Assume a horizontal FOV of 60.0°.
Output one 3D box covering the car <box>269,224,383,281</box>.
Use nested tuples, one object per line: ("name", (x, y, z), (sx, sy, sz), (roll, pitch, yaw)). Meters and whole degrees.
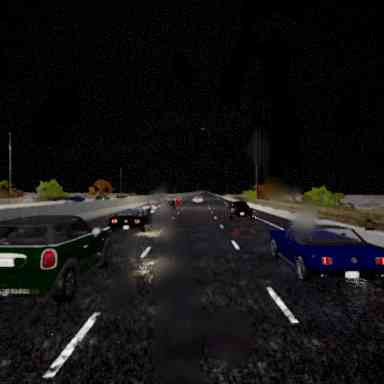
("car", (3.639, 1.578, 9.732), (1.895, 1.301, 4.718), (0, 0, 0))

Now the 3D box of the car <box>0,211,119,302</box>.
("car", (-3.477, 1.330, 8.357), (2.097, 1.767, 4.553), (0, 0, 0))

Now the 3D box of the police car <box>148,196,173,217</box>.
("police car", (-3.218, 1.441, 30.323), (2.038, 1.542, 4.974), (0, 0, 1))

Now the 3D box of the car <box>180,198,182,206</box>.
("car", (-2.681, 1.265, 52.222), (2.097, 1.767, 4.553), (0, 0, 2))

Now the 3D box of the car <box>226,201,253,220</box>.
("car", (3.844, 1.469, 27.538), (1.812, 1.442, 4.674), (0, 0, 1))

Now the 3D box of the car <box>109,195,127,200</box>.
("car", (-12.949, 1.399, 60.283), (1.837, 1.490, 4.892), (0, 0, 3))

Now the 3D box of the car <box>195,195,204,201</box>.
("car", (1.893, 1.394, 80.110), (2.128, 1.511, 4.902), (0, 0, 3))

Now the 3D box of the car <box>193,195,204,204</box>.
("car", (1.104, 1.509, 61.348), (1.895, 1.301, 4.718), (0, 0, 2))

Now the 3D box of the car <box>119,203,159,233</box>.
("car", (-3.345, 1.555, 19.510), (1.895, 1.301, 4.718), (0, 0, 2))

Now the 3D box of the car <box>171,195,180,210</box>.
("car", (-2.984, 1.415, 41.288), (2.128, 1.511, 4.902), (0, 0, 1))

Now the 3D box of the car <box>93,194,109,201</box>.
("car", (-16.443, 1.246, 60.475), (2.097, 1.767, 4.553), (0, 0, 3))

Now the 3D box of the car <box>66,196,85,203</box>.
("car", (-20.051, 1.419, 57.547), (1.812, 1.442, 4.674), (0, 0, 2))
